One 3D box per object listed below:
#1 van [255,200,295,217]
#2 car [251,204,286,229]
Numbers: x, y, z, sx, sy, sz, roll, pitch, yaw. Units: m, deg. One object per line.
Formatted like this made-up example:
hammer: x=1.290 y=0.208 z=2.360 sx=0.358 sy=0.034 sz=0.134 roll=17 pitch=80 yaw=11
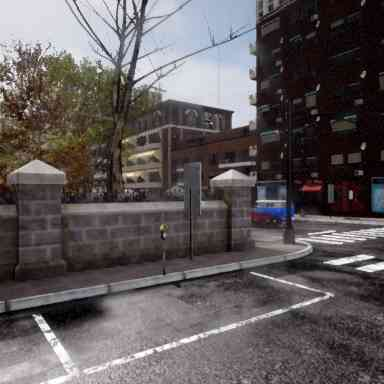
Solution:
van: x=7.313 y=1.643 z=30.193 sx=1.690 sy=1.788 sz=3.998 roll=-1 pitch=0 yaw=-36
car: x=4.461 y=1.833 z=24.276 sx=1.994 sy=1.385 sz=4.181 roll=0 pitch=-1 yaw=-36
